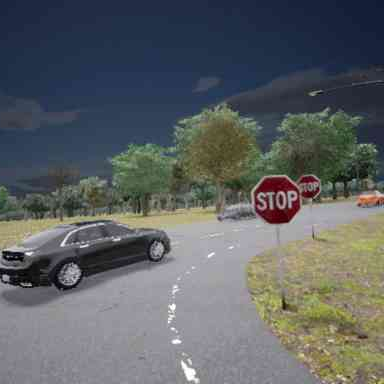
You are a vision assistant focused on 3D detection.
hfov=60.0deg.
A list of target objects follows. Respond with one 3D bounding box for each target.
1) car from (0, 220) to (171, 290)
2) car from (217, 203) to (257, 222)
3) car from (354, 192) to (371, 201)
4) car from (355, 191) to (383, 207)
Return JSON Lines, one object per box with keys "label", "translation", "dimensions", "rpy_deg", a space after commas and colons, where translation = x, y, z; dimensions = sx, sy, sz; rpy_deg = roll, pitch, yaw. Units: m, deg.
{"label": "car", "translation": [-2.703, 1.556, 9.438], "dimensions": [1.837, 1.490, 4.892], "rpy_deg": [-4, 1, 40]}
{"label": "car", "translation": [3.966, 1.727, 28.533], "dimensions": [1.812, 1.442, 4.674], "rpy_deg": [-6, -3, 39]}
{"label": "car", "translation": [32.336, 0.901, 62.959], "dimensions": [1.812, 1.442, 4.674], "rpy_deg": [-6, -3, 39]}
{"label": "car", "translation": [20.104, 0.635, 37.176], "dimensions": [2.097, 1.767, 4.553], "rpy_deg": [-6, -3, 39]}
